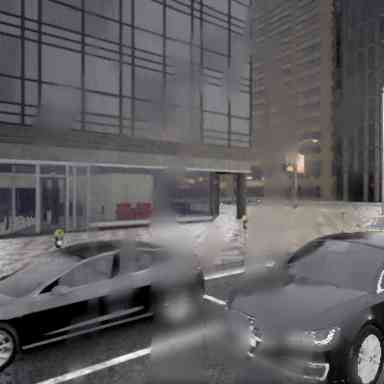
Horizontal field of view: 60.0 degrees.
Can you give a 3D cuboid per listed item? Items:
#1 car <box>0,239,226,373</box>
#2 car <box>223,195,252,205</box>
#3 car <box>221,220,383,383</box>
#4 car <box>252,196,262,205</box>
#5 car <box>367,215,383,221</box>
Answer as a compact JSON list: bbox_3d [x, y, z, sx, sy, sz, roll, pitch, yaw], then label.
[{"bbox_3d":[-1.745,1.549,5.517,4.313,1.339,1.947,-1,1,-36],"label":"car"},{"bbox_3d":[6.681,1.349,51.188,1.994,1.385,4.181,0,0,-36],"label":"car"},{"bbox_3d":[2.639,1.454,5.276,4.892,1.490,1.837,-1,0,-36],"label":"car"},{"bbox_3d":[9.071,1.275,53.445,2.128,1.511,4.902,0,0,-35],"label":"car"},{"bbox_3d":[6.982,1.407,11.788,4.829,1.417,1.752,-1,1,-36],"label":"car"}]
